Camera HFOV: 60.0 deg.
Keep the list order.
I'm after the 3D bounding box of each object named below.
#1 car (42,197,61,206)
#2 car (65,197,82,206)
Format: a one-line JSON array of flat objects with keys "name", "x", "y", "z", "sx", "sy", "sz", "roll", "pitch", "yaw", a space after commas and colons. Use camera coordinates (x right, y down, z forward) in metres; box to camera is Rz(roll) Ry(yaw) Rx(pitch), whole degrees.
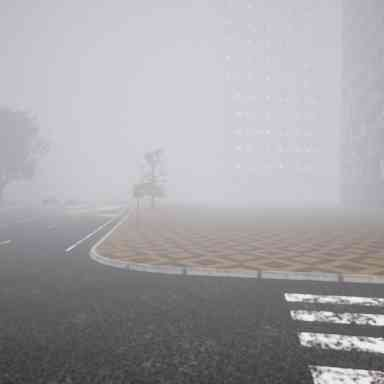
[{"name": "car", "x": -21.567, "y": 1.410, "z": 51.251, "sx": 1.994, "sy": 1.385, "sz": 4.181, "roll": 0, "pitch": 0, "yaw": -9}, {"name": "car", "x": -18.362, "y": 1.435, "z": 51.788, "sx": 1.994, "sy": 1.385, "sz": 4.181, "roll": 0, "pitch": 0, "yaw": -9}]
